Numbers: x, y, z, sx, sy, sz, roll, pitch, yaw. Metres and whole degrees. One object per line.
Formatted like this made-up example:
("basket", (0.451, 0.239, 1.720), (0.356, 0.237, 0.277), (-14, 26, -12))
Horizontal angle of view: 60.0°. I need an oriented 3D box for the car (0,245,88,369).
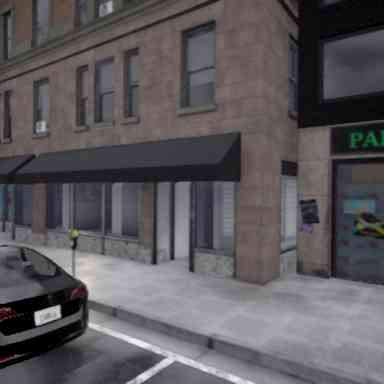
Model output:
("car", (-3.446, 1.521, 5.267), (4.313, 1.339, 1.947), (1, 0, 35))
